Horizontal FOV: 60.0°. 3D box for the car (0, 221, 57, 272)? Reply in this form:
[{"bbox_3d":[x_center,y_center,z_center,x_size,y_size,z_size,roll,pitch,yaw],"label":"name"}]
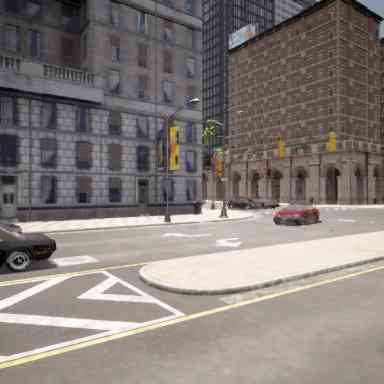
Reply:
[{"bbox_3d":[-6.442,1.601,9.248,4.718,1.301,1.895,0,0,-35],"label":"car"}]

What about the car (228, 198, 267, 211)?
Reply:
[{"bbox_3d":[6.583,1.505,41.846,1.837,1.490,4.892,0,0,-35],"label":"car"}]

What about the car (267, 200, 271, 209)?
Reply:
[{"bbox_3d":[9.144,1.547,44.329,2.033,1.411,5.357,0,0,-36],"label":"car"}]

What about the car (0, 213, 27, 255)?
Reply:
[{"bbox_3d":[-8.471,1.564,12.100,4.181,1.385,1.994,0,0,-35],"label":"car"}]

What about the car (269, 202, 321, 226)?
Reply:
[{"bbox_3d":[7.595,1.526,23.606,1.812,1.442,4.674,1,1,42],"label":"car"}]

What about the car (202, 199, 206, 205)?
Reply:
[{"bbox_3d":[0.385,1.492,56.839,2.128,1.511,4.902,0,0,-34],"label":"car"}]
